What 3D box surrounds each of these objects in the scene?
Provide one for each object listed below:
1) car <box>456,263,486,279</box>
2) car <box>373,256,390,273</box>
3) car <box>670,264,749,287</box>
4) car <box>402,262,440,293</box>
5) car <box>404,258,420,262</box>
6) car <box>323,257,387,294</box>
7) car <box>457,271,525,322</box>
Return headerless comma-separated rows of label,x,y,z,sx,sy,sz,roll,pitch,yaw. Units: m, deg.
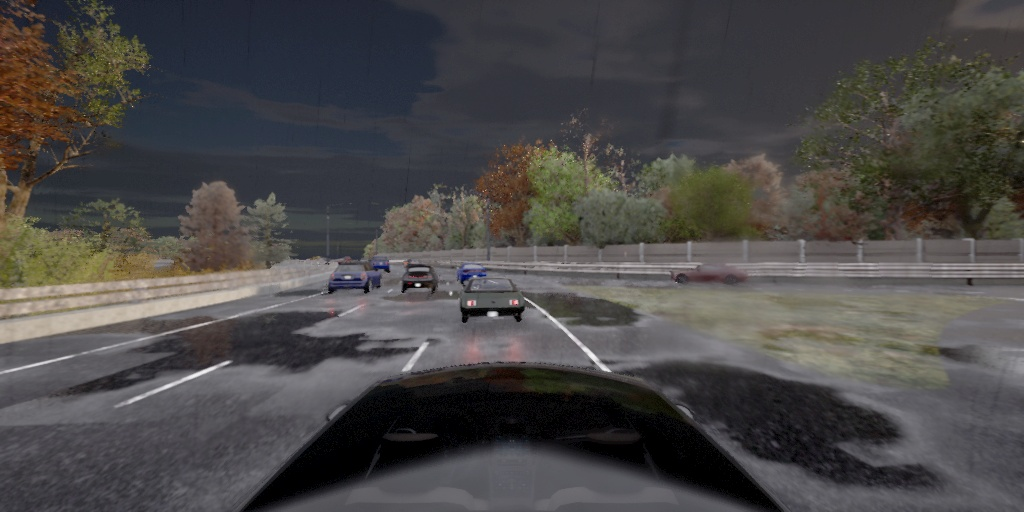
car,-3.116,1.257,27.203,1.882,1.535,5.008,0,0,-13
car,-17.052,1.064,46.019,2.150,2.045,5.566,0,0,-25
car,13.232,1.244,24.228,4.674,1.442,1.812,0,0,24
car,-5.408,1.288,21.370,1.837,1.490,4.892,0,0,-10
car,-11.350,1.311,41.575,2.128,1.511,4.902,0,0,-21
car,-9.049,1.150,21.085,2.097,1.767,4.553,0,0,-10
car,-0.763,1.361,12.387,1.895,1.301,4.718,0,0,-6
